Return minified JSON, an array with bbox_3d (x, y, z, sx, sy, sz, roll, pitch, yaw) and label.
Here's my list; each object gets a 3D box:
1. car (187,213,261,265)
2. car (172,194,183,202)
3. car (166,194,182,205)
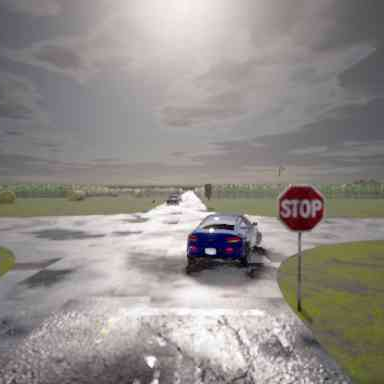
[{"bbox_3d":[1.202,1.452,11.399,1.812,1.442,4.674,0,0,17],"label":"car"},{"bbox_3d":[-2.850,1.161,65.701,2.033,1.411,5.357,0,0,0],"label":"car"},{"bbox_3d":[-2.876,1.200,50.518,1.837,1.490,4.892,0,1,0],"label":"car"}]
